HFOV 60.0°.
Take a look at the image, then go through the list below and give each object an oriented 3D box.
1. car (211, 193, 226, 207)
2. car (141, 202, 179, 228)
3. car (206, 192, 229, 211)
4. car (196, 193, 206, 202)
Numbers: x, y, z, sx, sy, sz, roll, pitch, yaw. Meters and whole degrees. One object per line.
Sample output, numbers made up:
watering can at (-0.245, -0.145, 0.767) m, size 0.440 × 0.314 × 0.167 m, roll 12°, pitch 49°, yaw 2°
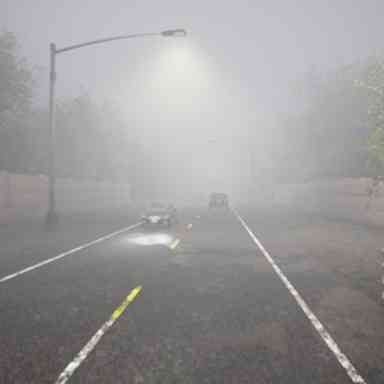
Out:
car at (3.894, 1.127, 48.191) m, size 2.097 × 1.767 × 4.553 m, roll -1°, pitch 1°, yaw 5°
car at (-1.948, 1.377, 21.269) m, size 2.128 × 1.511 × 4.902 m, roll 0°, pitch 0°, yaw 5°
car at (3.018, 1.062, 37.531) m, size 2.150 × 2.045 × 5.566 m, roll 0°, pitch 0°, yaw 5°
car at (1.946, 1.015, 66.929) m, size 2.097 × 1.767 × 4.553 m, roll 0°, pitch 0°, yaw 5°
